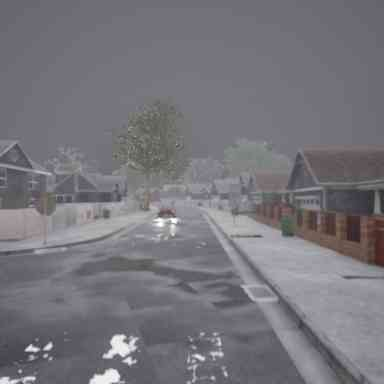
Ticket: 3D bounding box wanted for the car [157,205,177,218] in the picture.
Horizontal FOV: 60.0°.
[{"bbox_3d":[-2.738,2.118,37.068,1.895,1.301,4.718,0,-1,0],"label":"car"}]
